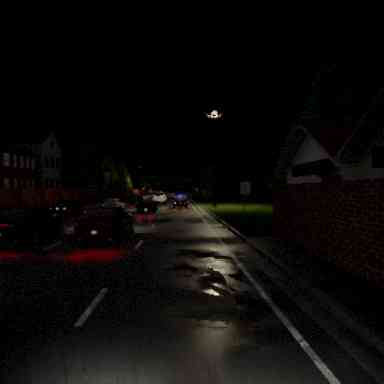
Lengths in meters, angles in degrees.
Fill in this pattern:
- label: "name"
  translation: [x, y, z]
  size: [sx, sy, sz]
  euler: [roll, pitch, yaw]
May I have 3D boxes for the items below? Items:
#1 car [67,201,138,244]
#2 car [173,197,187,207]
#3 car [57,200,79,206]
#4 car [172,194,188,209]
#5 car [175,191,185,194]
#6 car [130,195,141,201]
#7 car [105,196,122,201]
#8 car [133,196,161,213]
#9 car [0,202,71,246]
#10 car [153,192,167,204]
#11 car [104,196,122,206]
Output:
- label: "car"
  translation: [-3.922, 1.414, 15.468]
  size: [1.882, 1.535, 5.008]
  euler: [0, 0, -2]
- label: "car"
  translation: [-1.671, 1.341, 47.117]
  size: [1.895, 1.301, 4.718]
  euler: [0, 0, -2]
- label: "car"
  translation: [-11.478, 1.448, 30.624]
  size: [2.033, 1.411, 5.357]
  euler: [0, 0, -2]
- label: "car"
  translation: [-1.463, 1.319, 41.390]
  size: [2.033, 1.411, 5.357]
  euler: [0, 0, -2]
- label: "car"
  translation: [-2.012, 0.911, 56.408]
  size: [2.150, 2.045, 5.566]
  euler: [0, 0, -2]
- label: "car"
  translation: [-8.812, 1.243, 53.575]
  size: [2.128, 1.511, 4.902]
  euler: [0, 0, -2]
- label: "car"
  translation: [-8.122, 1.381, 34.666]
  size: [1.812, 1.442, 4.674]
  euler: [0, 0, -2]
- label: "car"
  translation: [-4.631, 1.431, 34.964]
  size: [1.895, 1.301, 4.718]
  euler: [0, 0, -2]
- label: "car"
  translation: [-7.410, 1.440, 15.073]
  size: [1.882, 1.535, 5.008]
  euler: [0, 0, -2]
- label: "car"
  translation: [-5.369, 0.941, 55.154]
  size: [2.150, 2.045, 5.566]
  euler: [0, 0, -2]
- label: "car"
  translation: [-12.249, 1.348, 51.840]
  size: [1.994, 1.385, 4.181]
  euler: [0, 0, -2]
